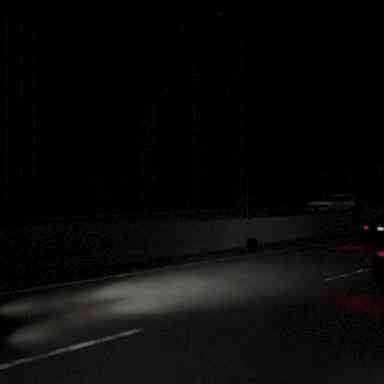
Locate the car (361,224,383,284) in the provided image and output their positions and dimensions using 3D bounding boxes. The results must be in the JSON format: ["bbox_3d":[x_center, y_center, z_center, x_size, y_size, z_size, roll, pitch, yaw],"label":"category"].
[{"bbox_3d":[6.337,1.558,8.270,4.181,1.385,1.994,0,0,-36],"label":"car"}]

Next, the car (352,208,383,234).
[{"bbox_3d":[9.704,1.542,14.972,5.357,1.411,2.033,0,0,-36],"label":"car"}]

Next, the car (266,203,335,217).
[{"bbox_3d":[7.027,1.596,21.908,4.718,1.301,1.895,0,0,-36],"label":"car"}]

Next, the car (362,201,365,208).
[{"bbox_3d":[17.940,1.367,38.291,4.553,1.767,2.097,0,0,-35],"label":"car"}]

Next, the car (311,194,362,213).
[{"bbox_3d":[12.750,1.224,30.290,5.566,2.045,2.150,0,0,-35],"label":"car"}]
